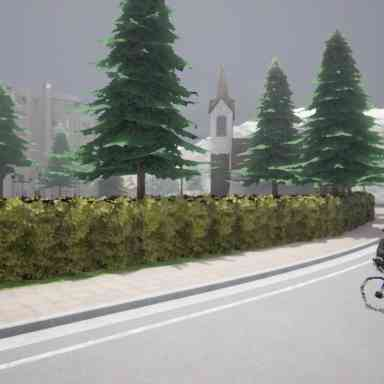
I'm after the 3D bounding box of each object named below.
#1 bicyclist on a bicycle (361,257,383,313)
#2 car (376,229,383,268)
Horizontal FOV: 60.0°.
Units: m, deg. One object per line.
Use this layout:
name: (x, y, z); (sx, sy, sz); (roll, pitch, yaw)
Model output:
bicyclist on a bicycle: (3.801, 1.453, 5.840); (0.582, 1.620, 1.656); (0, -1, -39)
car: (7.350, 1.499, 10.332); (4.892, 1.490, 1.837); (-2, 2, -43)
